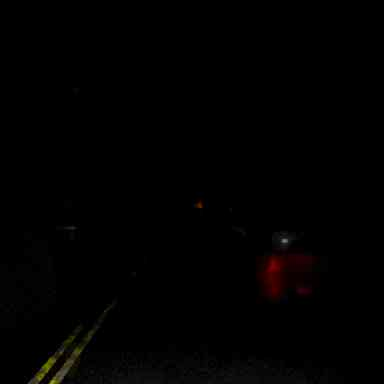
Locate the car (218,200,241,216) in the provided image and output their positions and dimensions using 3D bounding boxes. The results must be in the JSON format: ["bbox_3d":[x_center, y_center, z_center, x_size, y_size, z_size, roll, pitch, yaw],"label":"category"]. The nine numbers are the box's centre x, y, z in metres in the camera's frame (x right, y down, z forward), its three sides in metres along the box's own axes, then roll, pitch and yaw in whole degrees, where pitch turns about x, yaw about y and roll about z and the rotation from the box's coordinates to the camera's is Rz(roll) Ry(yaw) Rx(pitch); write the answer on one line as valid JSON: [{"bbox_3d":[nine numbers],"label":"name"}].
[{"bbox_3d":[3.778,1.540,34.026,1.882,1.535,5.008,0,0,0],"label":"car"}]

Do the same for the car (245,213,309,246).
[{"bbox_3d":[3.678,1.631,15.317,1.895,1.301,4.718,0,0,0],"label":"car"}]

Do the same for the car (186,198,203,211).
[{"bbox_3d":[0.325,1.550,42.357,1.882,1.535,5.008,0,0,0],"label":"car"}]

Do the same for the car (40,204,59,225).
[{"bbox_3d":[-10.487,1.504,21.884,1.882,1.535,5.008,0,0,0],"label":"car"}]
